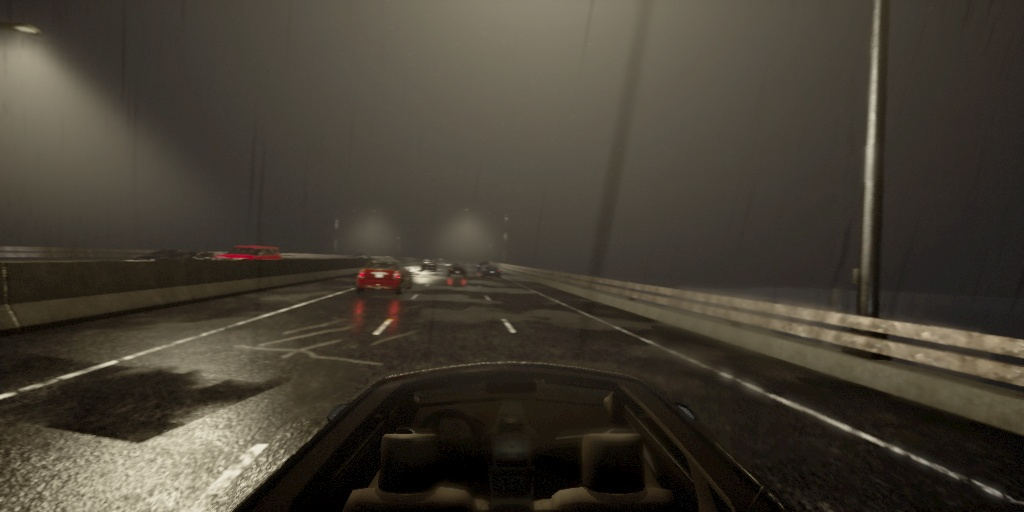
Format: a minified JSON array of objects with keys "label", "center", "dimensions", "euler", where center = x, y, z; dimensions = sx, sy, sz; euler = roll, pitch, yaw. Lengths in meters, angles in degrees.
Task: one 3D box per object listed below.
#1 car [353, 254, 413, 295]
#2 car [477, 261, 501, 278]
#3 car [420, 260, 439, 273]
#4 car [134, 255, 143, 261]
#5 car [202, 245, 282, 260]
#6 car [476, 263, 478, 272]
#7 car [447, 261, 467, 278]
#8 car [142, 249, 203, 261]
[{"label":"car","center":[-6.492,0.954,18.779],"dimensions":[2.097,1.767,4.553],"euler":[3,-1,-9]},{"label":"car","center":[-2.322,1.623,38.585],"dimensions":[1.994,1.385,4.181],"euler":[3,-1,-9]},{"label":"car","center":[-10.159,1.211,44.163],"dimensions":[2.128,1.511,4.902],"euler":[3,-1,-8]},{"label":"car","center":[-25.570,0.207,26.903],"dimensions":[1.837,1.490,4.892],"euler":[3,-1,-8]},{"label":"car","center":[-18.206,0.282,24.928],"dimensions":[2.150,2.045,5.566],"euler":[3,-1,-8]},{"label":"car","center":[-3.936,1.473,50.285],"dimensions":[2.097,1.767,4.553],"euler":[3,-1,-7]},{"label":"car","center":[-5.598,1.390,36.686],"dimensions":[1.812,1.442,4.674],"euler":[3,-1,-9]},{"label":"car","center":[-21.647,0.379,24.226],"dimensions":[1.837,1.490,4.892],"euler":[3,-1,-8]}]
